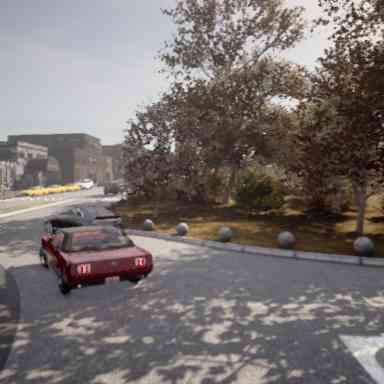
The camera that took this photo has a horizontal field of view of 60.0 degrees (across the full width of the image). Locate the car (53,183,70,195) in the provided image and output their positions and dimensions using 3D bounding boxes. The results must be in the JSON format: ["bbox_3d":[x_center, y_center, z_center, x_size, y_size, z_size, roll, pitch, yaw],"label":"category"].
[{"bbox_3d":[-23.787,-0.456,57.309,1.946,1.575,5.366,0,4,7],"label":"car"}]

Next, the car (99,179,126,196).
[{"bbox_3d":[-12.385,-0.560,53.538,2.150,2.045,5.566,0,4,7],"label":"car"}]

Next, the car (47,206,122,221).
[{"bbox_3d":[-5.318,1.422,15.986,4.902,1.511,2.128,0,1,41],"label":"car"}]

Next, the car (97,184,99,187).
[{"bbox_3d":[-20.932,-1.923,79.458,2.163,1.488,4.792,0,4,7],"label":"car"}]

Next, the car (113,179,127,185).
[{"bbox_3d":[-19.512,-2.694,90.428,2.231,1.521,4.892,0,4,7],"label":"car"}]

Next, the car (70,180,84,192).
[{"bbox_3d":[-23.082,-0.826,62.777,1.946,1.575,5.366,0,4,7],"label":"car"}]

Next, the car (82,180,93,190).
[{"bbox_3d":[-22.341,-1.463,68.508,2.435,2.045,5.566,0,4,7],"label":"car"}]

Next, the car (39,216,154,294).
[{"bbox_3d":[-2.802,1.560,8.884,1.895,1.301,4.718,-1,0,-31],"label":"car"}]

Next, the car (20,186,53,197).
[{"bbox_3d":[-24.503,-0.083,51.846,1.946,1.575,5.366,0,4,8],"label":"car"}]
